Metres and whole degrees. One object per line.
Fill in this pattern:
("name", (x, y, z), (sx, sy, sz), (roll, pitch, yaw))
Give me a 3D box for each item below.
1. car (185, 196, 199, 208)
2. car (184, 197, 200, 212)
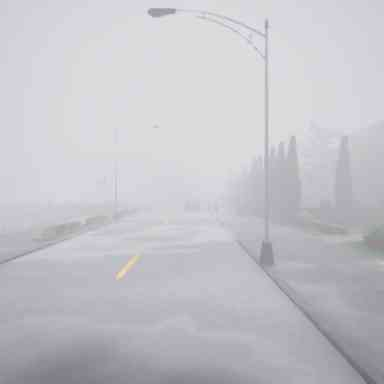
("car", (-0.002, 1.511, 51.533), (2.097, 1.767, 4.553), (0, 0, 0))
("car", (-0.004, 1.605, 40.866), (1.882, 1.535, 5.008), (0, 0, 0))
